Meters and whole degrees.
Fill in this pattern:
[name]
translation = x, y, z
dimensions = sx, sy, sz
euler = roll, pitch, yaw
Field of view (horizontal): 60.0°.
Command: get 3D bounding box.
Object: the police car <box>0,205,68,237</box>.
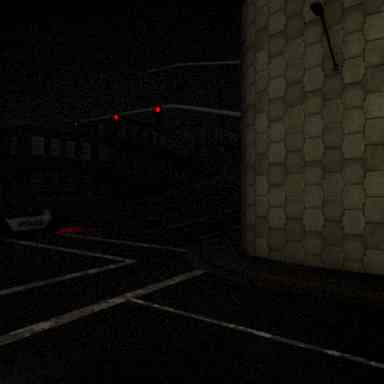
[police car]
translation = -9.027, 1.498, 17.088
dimensions = 2.038, 1.542, 4.974
euler = 0, 1, 35
